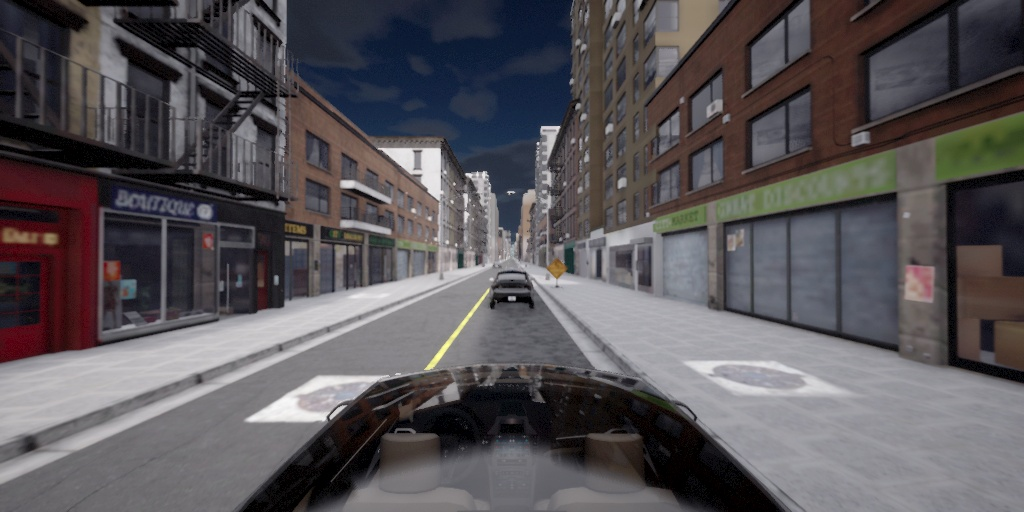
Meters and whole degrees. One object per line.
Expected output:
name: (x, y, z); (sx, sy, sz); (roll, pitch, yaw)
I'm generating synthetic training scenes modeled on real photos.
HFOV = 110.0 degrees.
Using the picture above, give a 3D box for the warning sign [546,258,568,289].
warning sign: (2.722, 1.044, 21.641); (1.300, 1.860, 1.060); (0, 0, 0)

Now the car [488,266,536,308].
car: (0.007, 1.389, 16.154); (1.837, 1.490, 4.892); (0, 0, 0)

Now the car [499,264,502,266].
car: (0.009, 1.608, 30.960); (1.895, 1.301, 4.718); (0, 0, 0)
